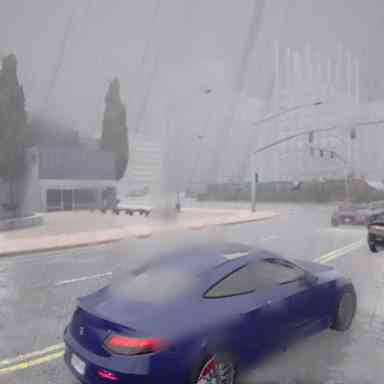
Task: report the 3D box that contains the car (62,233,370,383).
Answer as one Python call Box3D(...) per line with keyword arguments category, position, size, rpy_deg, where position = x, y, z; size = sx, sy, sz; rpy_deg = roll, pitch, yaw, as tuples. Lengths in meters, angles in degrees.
Box3D(category="car", position=(0.611, 1.475, 4.778), size=(4.674, 1.442, 1.812), rpy_deg=(-1, 1, -41))

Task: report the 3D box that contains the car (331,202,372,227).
Box3D(category="car", position=(9.518, 1.268, 18.966), size=(1.994, 1.385, 4.181), rpy_deg=(0, 1, 43))

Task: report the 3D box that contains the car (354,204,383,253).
Box3D(category="car", position=(7.741, 1.285, 11.786), size=(2.128, 1.511, 4.902), rpy_deg=(0, 1, 43))

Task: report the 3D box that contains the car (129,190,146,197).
Box3D(category="car", position=(-14.201, 0.482, 89.992), size=(1.905, 1.878, 3.866), rpy_deg=(0, 1, 44))

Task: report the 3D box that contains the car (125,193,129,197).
Box3D(category="car", position=(-16.254, 0.485, 92.033), size=(1.932, 1.855, 4.605), rpy_deg=(0, 1, 44))

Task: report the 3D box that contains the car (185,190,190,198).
Box3D(category="car", position=(-0.001, 0.434, 76.448), size=(1.905, 1.878, 3.866), rpy_deg=(0, 1, 44))

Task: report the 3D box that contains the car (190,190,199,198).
Box3D(category="car", position=(2.086, 0.666, 74.440), size=(1.970, 1.475, 3.806), rpy_deg=(0, 1, 44))
